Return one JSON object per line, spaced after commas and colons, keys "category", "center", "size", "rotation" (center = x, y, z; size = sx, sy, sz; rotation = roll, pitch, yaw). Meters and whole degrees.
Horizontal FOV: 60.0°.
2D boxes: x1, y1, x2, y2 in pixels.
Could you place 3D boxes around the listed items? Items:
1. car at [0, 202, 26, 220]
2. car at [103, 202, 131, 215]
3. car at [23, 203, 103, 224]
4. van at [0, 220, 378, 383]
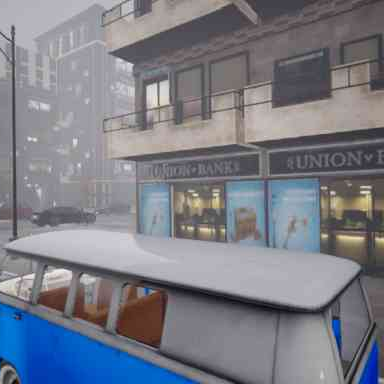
{"category": "car", "center": [-15.270, 1.606, 27.301], "size": [1.967, 1.590, 4.097], "rotation": [-2, -1, 36]}
{"category": "car", "center": [-8.590, 1.795, 36.385], "size": [1.947, 1.339, 4.313], "rotation": [-2, -1, 36]}
{"category": "car", "center": [-8.518, 1.581, 22.334], "size": [1.947, 1.339, 4.313], "rotation": [-2, -1, 36]}
{"category": "van", "center": [-0.422, 1.342, 3.162], "size": [3.998, 1.788, 1.690], "rotation": [0, -1, 36]}
